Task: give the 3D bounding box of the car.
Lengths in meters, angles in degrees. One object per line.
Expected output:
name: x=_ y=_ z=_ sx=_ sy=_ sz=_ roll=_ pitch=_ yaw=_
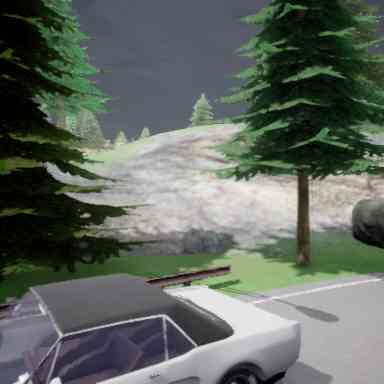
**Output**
car: x=-1.221 y=1.602 z=3.054 sx=4.718 sy=1.301 sz=1.895 roll=0 pitch=0 yaw=-34
